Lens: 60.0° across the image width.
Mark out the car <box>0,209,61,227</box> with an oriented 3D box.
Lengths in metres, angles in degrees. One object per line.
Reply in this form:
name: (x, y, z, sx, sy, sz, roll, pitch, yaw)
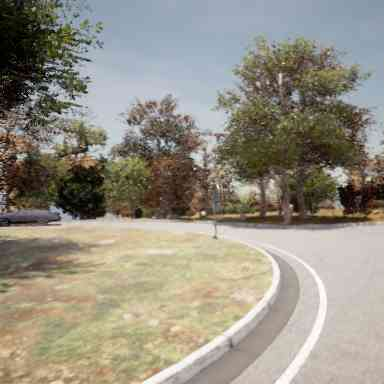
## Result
car: (-13.876, 2.117, 27.885, 5.357, 1.411, 2.033, 0, -1, -14)
